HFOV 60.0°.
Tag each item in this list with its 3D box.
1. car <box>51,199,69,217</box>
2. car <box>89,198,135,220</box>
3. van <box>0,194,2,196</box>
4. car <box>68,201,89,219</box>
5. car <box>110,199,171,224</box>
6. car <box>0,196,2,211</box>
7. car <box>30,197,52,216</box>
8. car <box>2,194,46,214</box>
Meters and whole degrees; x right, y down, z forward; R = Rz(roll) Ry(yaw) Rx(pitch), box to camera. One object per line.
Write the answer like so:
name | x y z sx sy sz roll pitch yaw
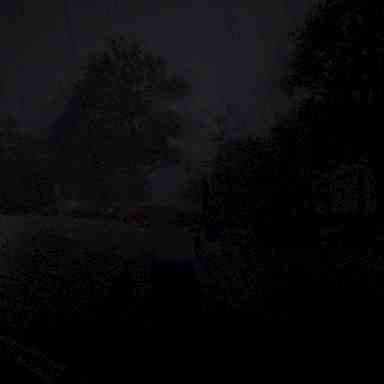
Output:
car | -10.324 1.586 31.407 2.002 1.452 4.674 0 0 36
car | -5.921 1.455 28.253 2.185 1.767 4.553 0 0 36
van | -21.560 1.234 39.713 1.878 1.987 4.442 0 0 36
car | -8.098 1.593 29.758 2.163 1.488 4.792 0 0 36
car | -3.700 1.598 26.595 2.097 1.535 5.008 0 0 36
car | -19.304 1.505 37.896 2.163 1.488 4.792 0 0 36
car | -12.673 1.525 32.887 1.946 1.575 5.366 0 0 36
car | -17.029 1.242 36.314 2.435 2.045 5.566 0 0 36
